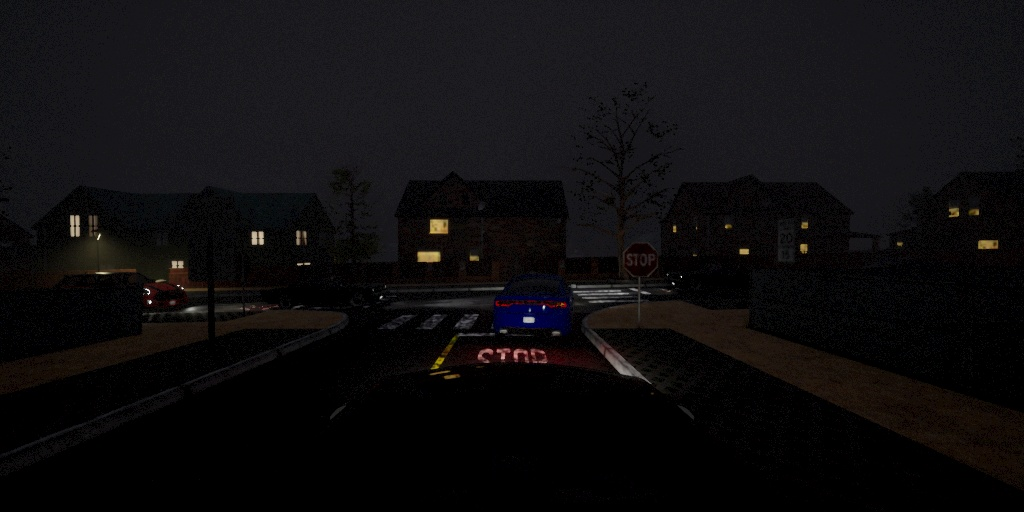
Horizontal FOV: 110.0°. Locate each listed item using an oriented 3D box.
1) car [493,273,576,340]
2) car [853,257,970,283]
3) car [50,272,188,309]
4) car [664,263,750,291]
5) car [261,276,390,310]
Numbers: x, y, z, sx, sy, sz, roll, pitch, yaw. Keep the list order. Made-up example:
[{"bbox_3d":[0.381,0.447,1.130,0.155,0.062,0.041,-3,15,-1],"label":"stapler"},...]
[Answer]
[{"bbox_3d":[0.784,1.226,10.165,1.882,1.535,5.008,0,0,10],"label":"car"},{"bbox_3d":[20.051,0.753,18.342,5.357,1.411,2.033,-1,1,0],"label":"car"},{"bbox_3d":[-16.803,1.472,15.360,4.553,1.767,2.097,-1,1,0],"label":"car"},{"bbox_3d":[10.406,1.034,18.303,4.718,1.301,1.895,-1,1,-1],"label":"car"},{"bbox_3d":[-7.815,1.506,15.371,4.718,1.301,1.895,-1,1,0],"label":"car"}]
